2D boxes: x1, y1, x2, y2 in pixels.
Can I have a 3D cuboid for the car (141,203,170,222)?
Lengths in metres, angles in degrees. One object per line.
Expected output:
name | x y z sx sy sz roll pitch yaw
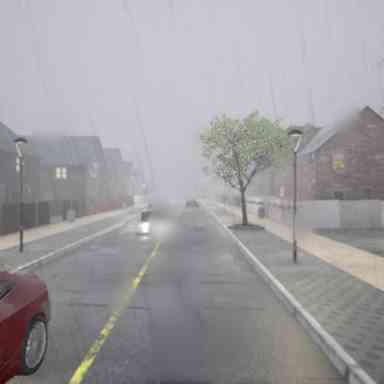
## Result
car | -2.775 1.517 26.017 1.994 1.385 4.181 0 0 0

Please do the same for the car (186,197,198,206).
car | 0.002 1.559 57.098 2.033 1.411 5.357 0 0 0

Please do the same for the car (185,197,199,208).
car | 0.004 1.545 47.056 1.994 1.385 4.181 0 0 0

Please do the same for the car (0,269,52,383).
car | -2.839 1.515 2.853 1.812 1.442 4.674 0 0 0
